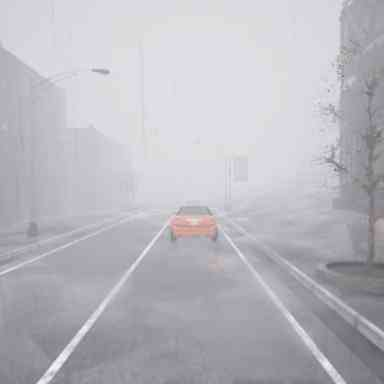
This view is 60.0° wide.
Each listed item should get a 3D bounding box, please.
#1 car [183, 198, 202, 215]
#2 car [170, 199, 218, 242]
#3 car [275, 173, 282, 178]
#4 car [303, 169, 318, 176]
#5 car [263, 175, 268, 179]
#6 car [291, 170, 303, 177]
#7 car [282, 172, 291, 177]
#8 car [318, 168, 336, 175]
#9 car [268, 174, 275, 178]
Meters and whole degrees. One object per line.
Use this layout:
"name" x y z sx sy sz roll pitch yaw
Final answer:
"car" 0.087 1.464 35.183 1.882 1.535 5.008 0 0 0
"car" 0.094 1.346 16.428 2.097 1.767 4.553 0 0 0
"car" 22.065 -3.841 79.546 2.002 1.452 4.674 0 1 -3
"car" 23.511 -3.542 62.814 2.163 1.488 4.792 0 1 -6
"car" 21.698 -4.057 90.606 2.231 1.521 4.892 0 1 -1
"car" 22.889 -3.802 68.504 2.185 1.767 4.553 0 1 -5
"car" 22.419 -3.779 74.009 2.097 1.535 5.008 0 1 -4
"car" 24.216 -3.430 57.340 2.002 1.452 4.674 0 1 -7
"car" 21.829 -3.978 85.088 2.231 1.521 4.892 0 1 -1
